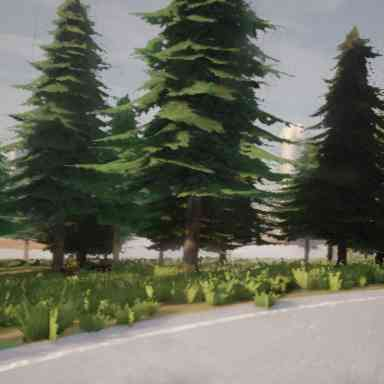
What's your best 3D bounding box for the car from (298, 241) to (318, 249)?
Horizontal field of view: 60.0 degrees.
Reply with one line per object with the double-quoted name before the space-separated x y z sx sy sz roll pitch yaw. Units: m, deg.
"car" 23.393 10.614 67.050 1.994 1.381 4.181 4 -1 -20
